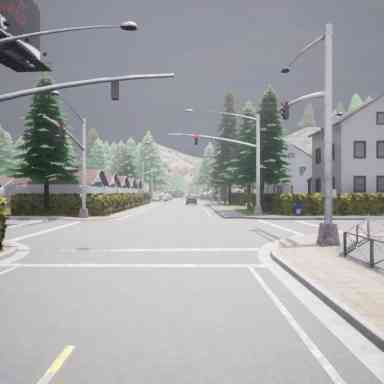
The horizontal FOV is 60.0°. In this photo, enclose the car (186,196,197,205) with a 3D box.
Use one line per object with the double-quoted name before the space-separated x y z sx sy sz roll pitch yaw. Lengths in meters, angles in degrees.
"car" -0.091 1.505 59.254 1.837 1.490 4.892 0 0 0
